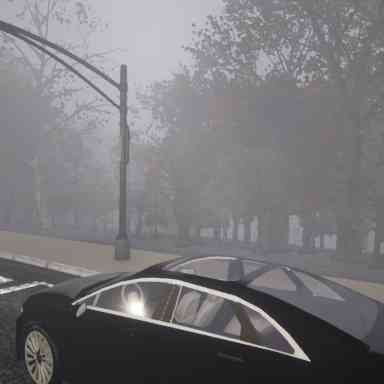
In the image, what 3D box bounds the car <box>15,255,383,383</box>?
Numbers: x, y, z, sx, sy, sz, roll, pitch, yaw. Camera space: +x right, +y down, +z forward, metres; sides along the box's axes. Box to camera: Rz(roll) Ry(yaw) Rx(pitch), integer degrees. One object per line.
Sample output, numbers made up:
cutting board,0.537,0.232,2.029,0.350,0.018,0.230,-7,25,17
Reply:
car,-0.017,1.491,3.712,4.902,1.511,2.128,0,0,34
